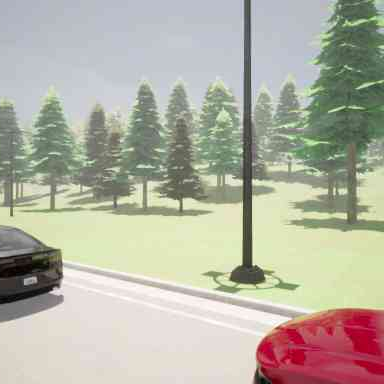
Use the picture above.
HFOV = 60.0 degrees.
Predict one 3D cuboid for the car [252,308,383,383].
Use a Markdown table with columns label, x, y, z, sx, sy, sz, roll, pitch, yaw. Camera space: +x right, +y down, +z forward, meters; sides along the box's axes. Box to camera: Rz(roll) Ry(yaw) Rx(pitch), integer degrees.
| label | x | y | z | sx | sy | sz | roll | pitch | yaw |
| --- | --- | --- | --- | --- | --- | --- | --- | --- | --- |
| car | 2.795 | 1.478 | 1.980 | 5.008 | 1.535 | 1.882 | 0 | 0 | 36 |

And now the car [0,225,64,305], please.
| label | x | y | z | sx | sy | sz | roll | pitch | yaw |
| --- | --- | --- | --- | --- | --- | --- | --- | --- | --- |
| car | -4.982 | 1.478 | 7.544 | 5.008 | 1.535 | 1.882 | 0 | 0 | 36 |
